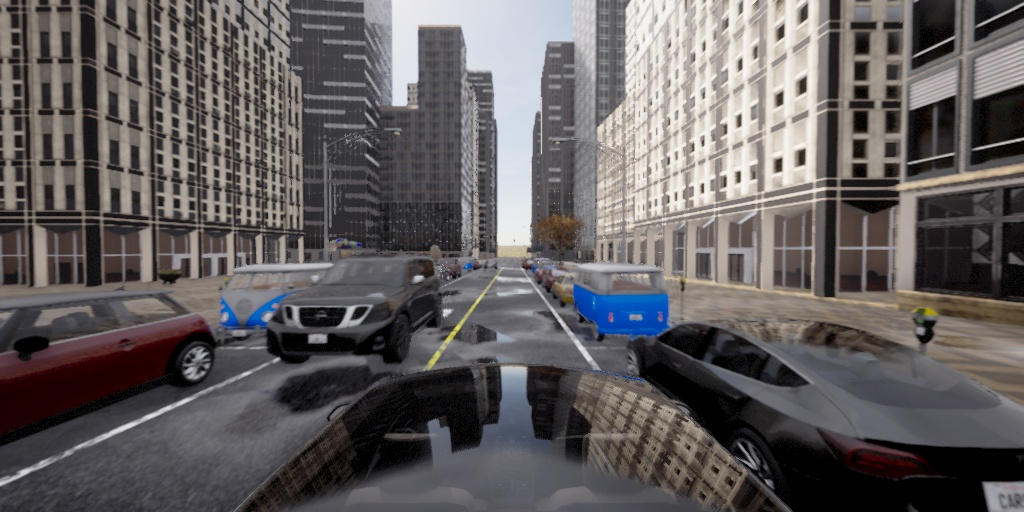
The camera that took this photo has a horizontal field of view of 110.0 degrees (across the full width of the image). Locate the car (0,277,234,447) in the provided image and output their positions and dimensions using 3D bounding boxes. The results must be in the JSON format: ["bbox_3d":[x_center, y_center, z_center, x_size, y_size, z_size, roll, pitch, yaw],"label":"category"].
[{"bbox_3d":[-5.692,1.189,3.973,1.967,1.591,4.097,0,0,0],"label":"car"}]

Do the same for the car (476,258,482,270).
[{"bbox_3d":[-5.714,1.044,48.977,2.192,1.841,5.009,0,0,0],"label":"car"}]

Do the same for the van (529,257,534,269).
[{"bbox_3d":[2.676,1.078,32.105,1.690,1.789,3.998,0,0,0],"label":"van"}]

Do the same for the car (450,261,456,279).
[{"bbox_3d":[-5.703,1.290,26.475,2.007,1.370,4.403,0,0,0],"label":"car"}]

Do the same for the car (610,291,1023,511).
[{"bbox_3d":[2.689,1.315,3.978,1.948,1.339,4.313,0,0,0],"label":"car"}]

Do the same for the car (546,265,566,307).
[{"bbox_3d":[2.684,1.270,15.398,1.751,1.417,4.829,0,0,0],"label":"car"}]

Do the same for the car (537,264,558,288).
[{"bbox_3d":[2.681,1.324,20.854,1.802,1.307,4.207,0,0,0],"label":"car"}]

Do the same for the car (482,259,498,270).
[{"bbox_3d":[-3.083,1.219,52.443,2.128,1.511,4.902,0,0,0],"label":"car"}]

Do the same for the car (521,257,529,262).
[{"bbox_3d":[2.665,1.042,54.607,2.192,1.841,5.009,0,0,0],"label":"car"}]

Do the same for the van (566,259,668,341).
[{"bbox_3d":[2.687,1.088,9.603,1.690,1.789,3.998,0,0,0],"label":"van"}]

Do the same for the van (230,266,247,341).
[{"bbox_3d":[-5.695,1.088,9.599,1.690,1.789,3.998,0,0,0],"label":"van"}]

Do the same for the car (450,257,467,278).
[{"bbox_3d":[-5.706,1.052,32.100,2.192,1.841,5.009,0,0,0],"label":"car"}]

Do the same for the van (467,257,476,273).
[{"bbox_3d":[-5.711,1.073,43.351,1.690,1.789,3.998,0,0,0],"label":"van"}]

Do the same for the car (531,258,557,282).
[{"bbox_3d":[2.678,1.180,26.480,1.967,1.591,4.097,0,0,0],"label":"car"}]

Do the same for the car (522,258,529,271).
[{"bbox_3d":[2.667,1.275,48.981,1.888,1.381,4.507,0,0,0],"label":"car"}]

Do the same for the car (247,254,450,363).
[{"bbox_3d":[-3.104,0.969,8.490,2.150,2.045,5.566,0,0,0],"label":"car"}]
